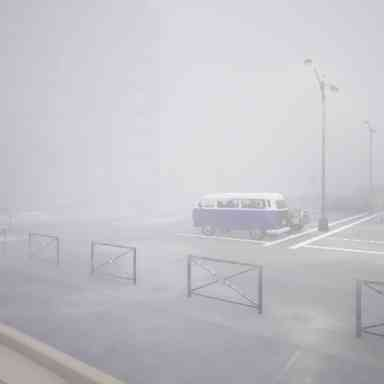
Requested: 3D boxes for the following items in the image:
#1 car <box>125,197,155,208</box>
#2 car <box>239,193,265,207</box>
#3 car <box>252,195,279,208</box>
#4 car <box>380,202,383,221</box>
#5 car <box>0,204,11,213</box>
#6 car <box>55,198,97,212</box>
[{"bbox_3d":[-7.246,1.436,46.758,2.128,1.511,4.902,0,0,36],"label":"car"},{"bbox_3d":[10.795,1.449,59.537,1.837,1.490,4.892,0,0,36],"label":"car"},{"bbox_3d":[12.373,1.545,55.738,1.895,1.301,4.718,0,0,36],"label":"car"},{"bbox_3d":[17.298,1.153,25.445,4.605,1.855,1.932,0,0,36],"label":"car"},{"bbox_3d":[-19.376,1.492,29.908,2.033,1.411,5.357,0,0,36],"label":"car"},{"bbox_3d":[-13.319,1.422,38.325,1.882,1.535,5.008,0,0,36],"label":"car"}]
